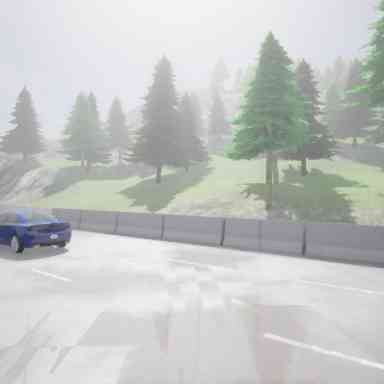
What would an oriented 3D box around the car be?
[{"bbox_3d":[-6.957,1.485,13.767,5.008,1.535,1.882,0,0,40],"label":"car"}]
